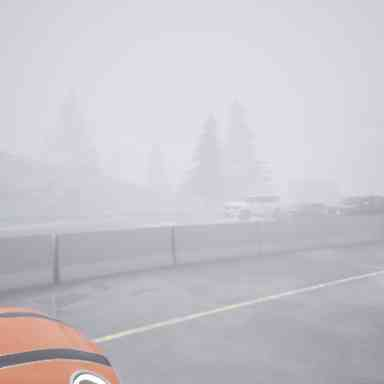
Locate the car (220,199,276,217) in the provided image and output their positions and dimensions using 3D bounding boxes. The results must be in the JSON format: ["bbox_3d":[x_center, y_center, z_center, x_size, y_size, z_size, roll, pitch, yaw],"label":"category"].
[{"bbox_3d":[5.311,1.470,31.379,5.008,1.535,1.882,0,0,-27],"label":"car"}]

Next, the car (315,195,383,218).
[{"bbox_3d":[11.438,1.247,22.761,5.566,2.045,2.150,0,0,-27],"label":"car"}]

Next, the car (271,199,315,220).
[{"bbox_3d":[8.688,1.517,25.255,4.892,1.490,1.837,0,0,-27],"label":"car"}]

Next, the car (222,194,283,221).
[{"bbox_3d":[5.178,1.217,27.397,5.566,2.045,2.150,0,0,-28],"label":"car"}]

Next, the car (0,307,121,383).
[{"bbox_3d":[-2.609,1.337,1.754,4.553,1.767,2.097,0,0,-36],"label":"car"}]
